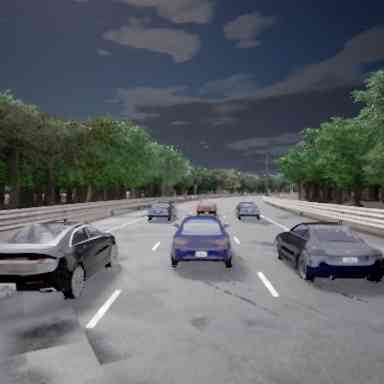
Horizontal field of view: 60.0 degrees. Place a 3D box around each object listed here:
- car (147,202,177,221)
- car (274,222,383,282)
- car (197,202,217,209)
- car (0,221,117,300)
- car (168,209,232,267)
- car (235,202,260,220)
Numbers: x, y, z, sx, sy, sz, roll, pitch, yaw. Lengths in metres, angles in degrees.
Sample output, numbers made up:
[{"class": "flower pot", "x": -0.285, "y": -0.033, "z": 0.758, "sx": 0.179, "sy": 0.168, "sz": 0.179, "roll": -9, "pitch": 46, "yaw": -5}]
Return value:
[{"class": "car", "x": -2.389, "y": 1.540, "z": 27.446, "sx": 2.033, "sy": 1.411, "sz": 5.357, "roll": 0, "pitch": 0, "yaw": 4}, {"class": "car", "x": 3.785, "y": 1.568, "z": 9.848, "sx": 1.994, "sy": 1.385, "sz": 4.181, "roll": 0, "pitch": 0, "yaw": 2}, {"class": "car", "x": 1.497, "y": 1.596, "z": 32.310, "sx": 1.895, "sy": 1.301, "sz": 4.718, "roll": 0, "pitch": 0, "yaw": 5}, {"class": "car", "x": -3.258, "y": 1.487, "z": 8.396, "sx": 2.128, "sy": 1.511, "sz": 4.902, "roll": 0, "pitch": 0, "yaw": 1}, {"class": "car", "x": 0.320, "y": 1.525, "z": 11.360, "sx": 1.812, "sy": 1.442, "sz": 4.674, "roll": 0, "pitch": 0, "yaw": 2}, {"class": "car", "x": 4.708, "y": 1.548, "z": 28.543, "sx": 2.033, "sy": 1.411, "sz": 5.357, "roll": 0, "pitch": 0, "yaw": 4}]
